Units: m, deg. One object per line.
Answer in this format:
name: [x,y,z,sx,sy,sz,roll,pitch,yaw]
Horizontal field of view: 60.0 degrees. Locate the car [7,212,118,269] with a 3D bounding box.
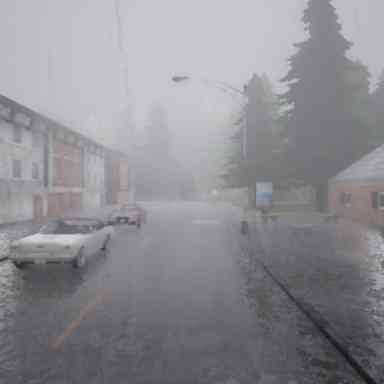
car: [-4.072,1.559,11.149,1.895,1.301,4.718,0,0,0]

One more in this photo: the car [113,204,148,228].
car: [-4.043,1.484,21.399,1.994,1.385,4.181,0,0,1]
